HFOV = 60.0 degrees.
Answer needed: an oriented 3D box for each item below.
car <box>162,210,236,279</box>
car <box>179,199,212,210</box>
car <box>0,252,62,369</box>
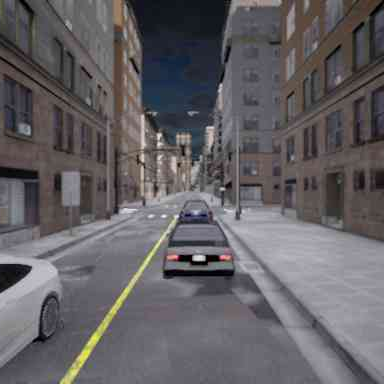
[{"bbox_3d":[0.163,1.507,9.900,2.033,1.411,5.357,0,0,0],"label":"car"},{"bbox_3d":[0.242,1.264,21.922,2.097,1.767,4.553,0,0,0],"label":"car"},{"bbox_3d":[-3.039,1.509,3.725,1.812,1.442,4.674,0,0,1],"label":"car"}]
